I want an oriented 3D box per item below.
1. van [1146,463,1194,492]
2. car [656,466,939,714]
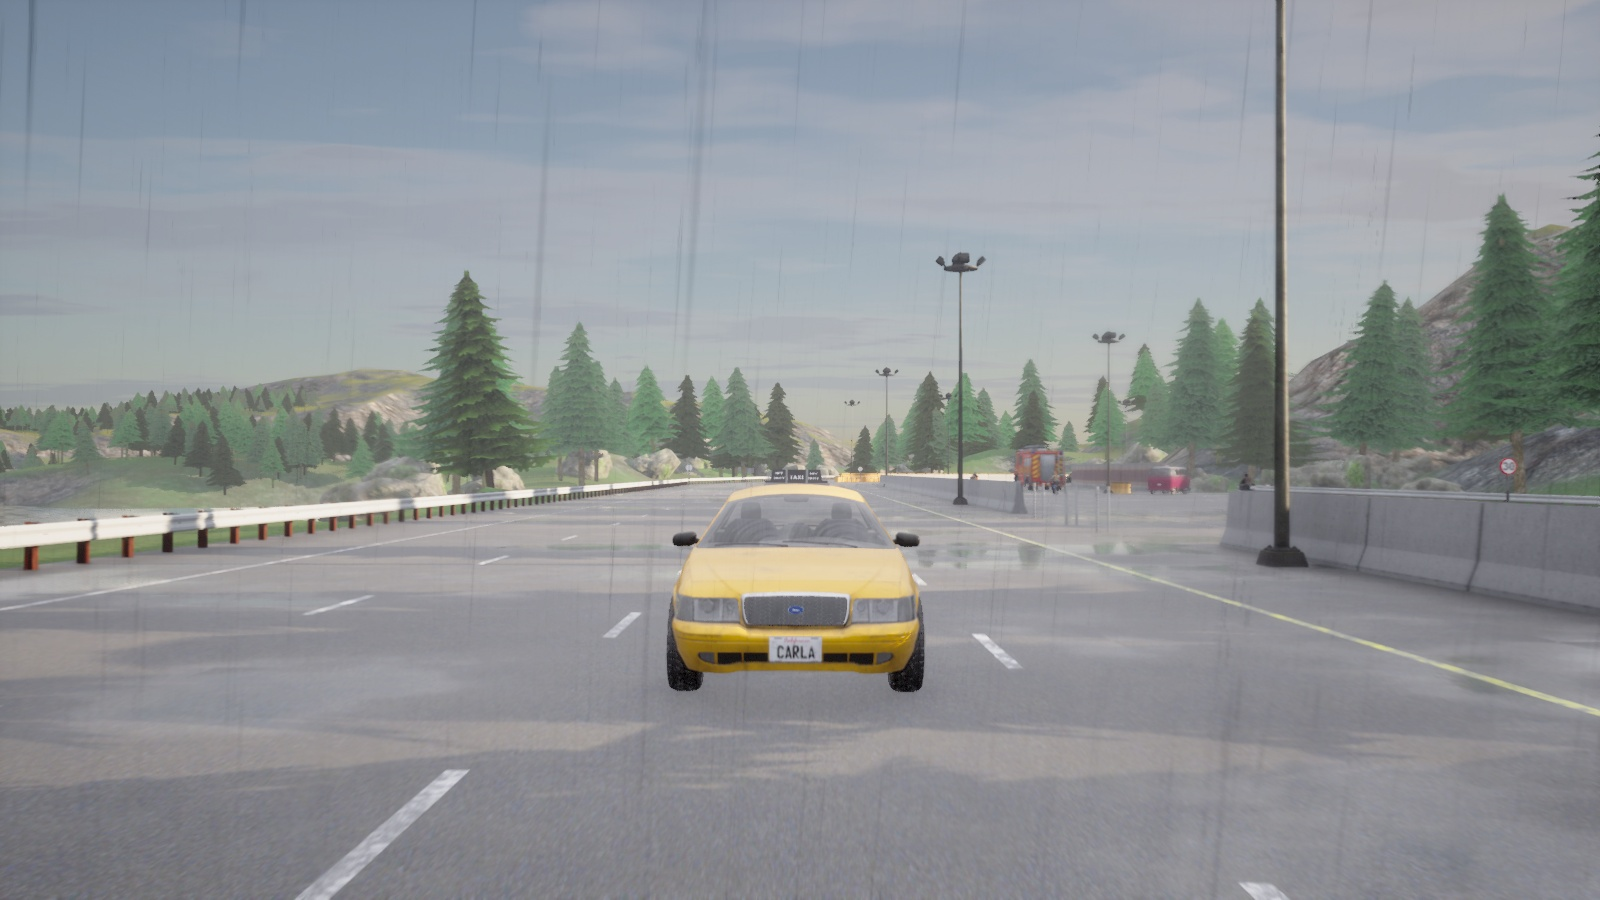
[{"bbox_3d":[26.290,1.953,89.122,1.775,1.987,4.442,-2,-2,37],"label":"van"},{"bbox_3d":[-0.025,0.932,10.701,1.801,1.575,5.366,0,-1,0],"label":"car"}]
